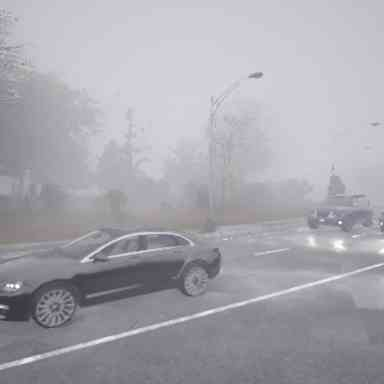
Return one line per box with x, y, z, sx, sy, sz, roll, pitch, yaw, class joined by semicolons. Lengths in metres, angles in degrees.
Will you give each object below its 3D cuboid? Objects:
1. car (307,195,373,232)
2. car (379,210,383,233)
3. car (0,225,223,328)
9.147;1.193;20.253;5.566;2.045;2.150;0;1;-44;car
12.354;1.197;18.524;5.566;2.045;2.150;0;1;-45;car
-1.563;1.502;7.078;4.902;1.511;2.128;0;0;-35;car
